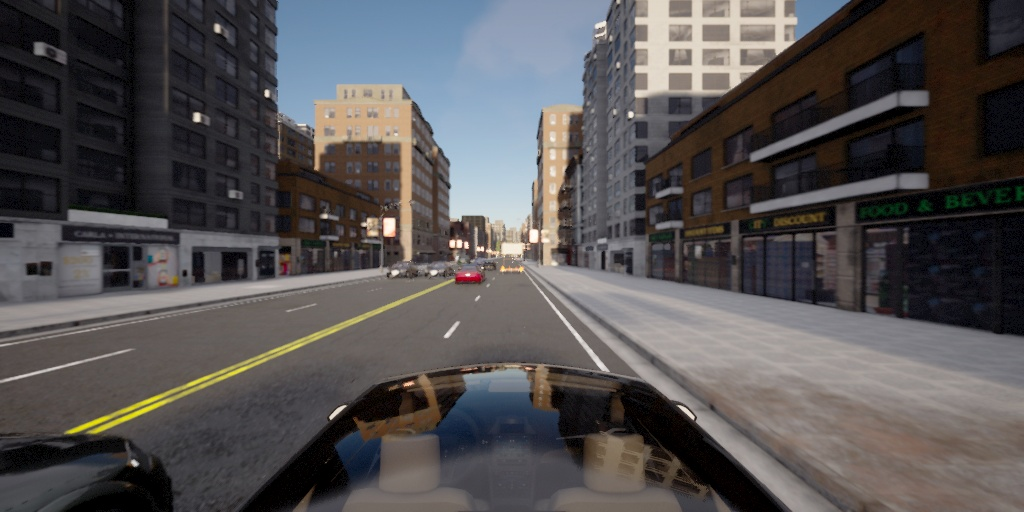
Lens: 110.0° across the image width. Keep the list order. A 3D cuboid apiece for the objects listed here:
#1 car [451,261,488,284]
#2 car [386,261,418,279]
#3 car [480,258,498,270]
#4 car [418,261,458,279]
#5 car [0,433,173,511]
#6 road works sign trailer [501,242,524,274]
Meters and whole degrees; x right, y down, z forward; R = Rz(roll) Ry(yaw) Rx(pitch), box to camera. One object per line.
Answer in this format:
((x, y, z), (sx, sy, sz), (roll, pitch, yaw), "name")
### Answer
((-3.143, 1.314, 27.470), (1.994, 1.385, 4.181), (0, 0, 0), "car")
((-9.835, 1.243, 32.519), (2.128, 1.511, 4.902), (0, 0, 0), "car")
((-3.136, 1.257, 51.064), (1.837, 1.490, 4.892), (0, 0, 0), "car")
((-6.586, 1.243, 32.504), (2.128, 1.511, 4.902), (0, 0, 0), "car")
((-3.151, 1.314, 0.519), (1.994, 1.385, 4.181), (0, 0, 0), "car")
((0.010, 0.215, 40.178), (2.380, 3.560, 2.880), (0, 0, 0), "road works sign trailer")
